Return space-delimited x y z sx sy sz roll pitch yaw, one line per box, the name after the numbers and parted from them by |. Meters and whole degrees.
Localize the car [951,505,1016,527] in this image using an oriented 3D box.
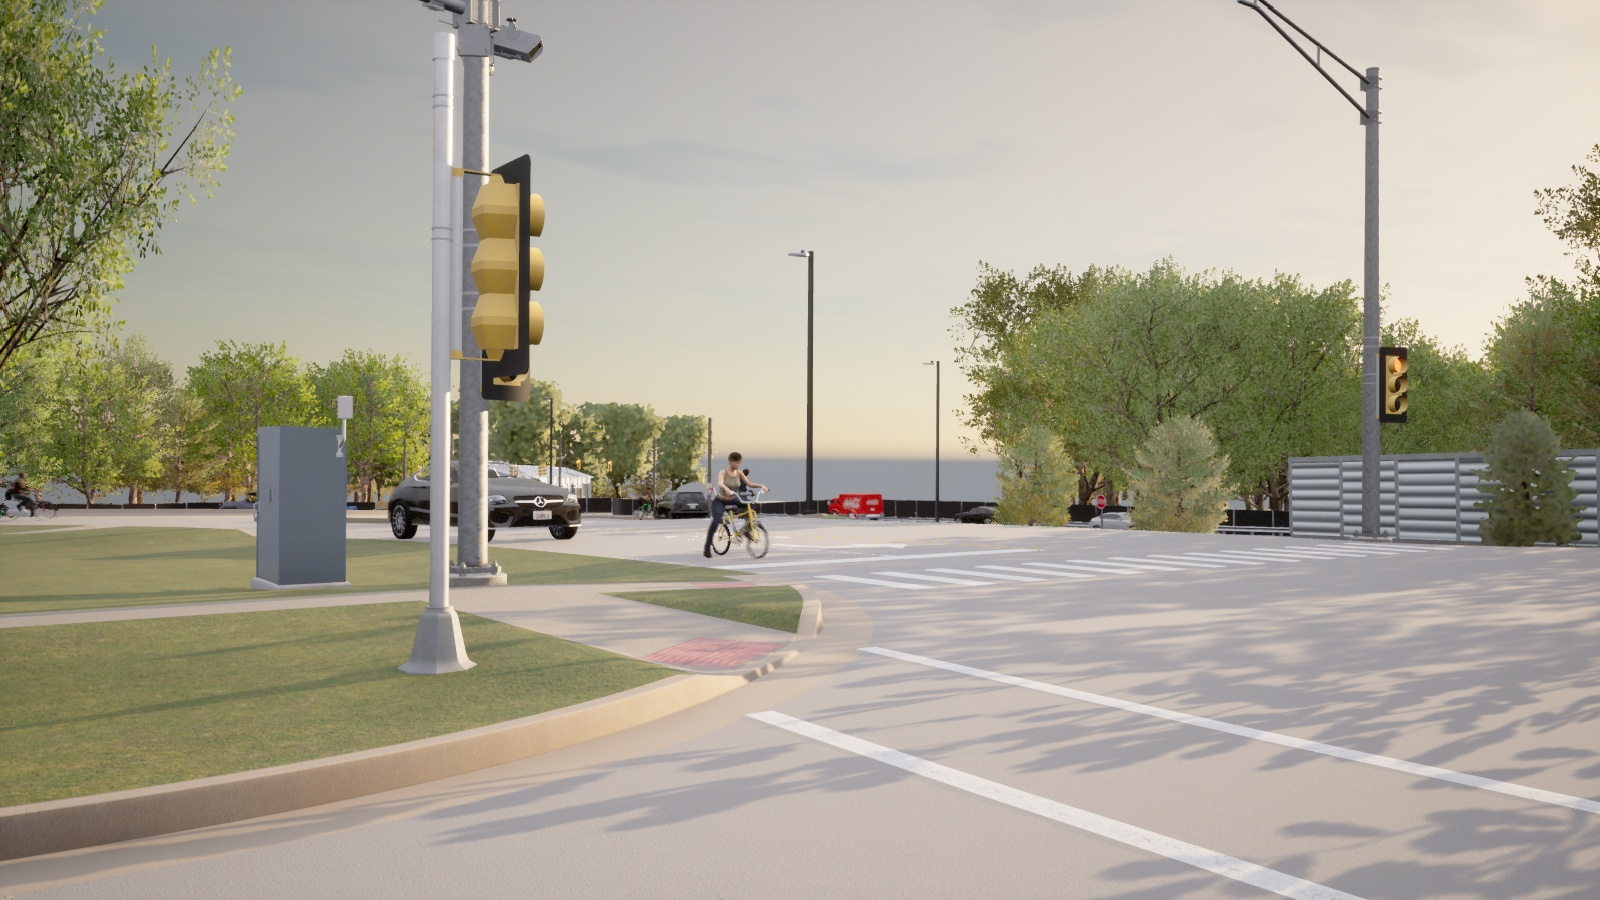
13.550 4.865 93.078 1.882 1.535 5.008 0 -2 -34 | car

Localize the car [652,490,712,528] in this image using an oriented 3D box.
-6.887 3.385 72.802 2.150 2.045 5.566 0 -2 -20 | car

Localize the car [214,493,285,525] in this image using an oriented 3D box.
-34.522 3.684 78.822 3.866 1.878 1.905 1 -5 -31 | car

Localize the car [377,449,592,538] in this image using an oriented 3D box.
-6.569 0.887 25.742 2.152 1.651 5.027 0 -2 -42 | car

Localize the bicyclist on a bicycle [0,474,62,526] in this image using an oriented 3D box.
-27.327 1.773 44.584 1.843 1.776 0.659 0 0 -12 | bicyclist on a bicycle

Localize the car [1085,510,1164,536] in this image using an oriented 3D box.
19.980 4.475 77.438 1.812 1.442 4.674 0 -2 -34 | car

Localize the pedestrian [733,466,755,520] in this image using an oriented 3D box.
-1.936 1.477 43.341 0.726 1.835 0.370 0 0 -9 | pedestrian

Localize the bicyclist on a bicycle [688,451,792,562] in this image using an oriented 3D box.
-0.929 0.837 19.177 0.866 1.612 1.509 0 -1 -39 | bicyclist on a bicycle
